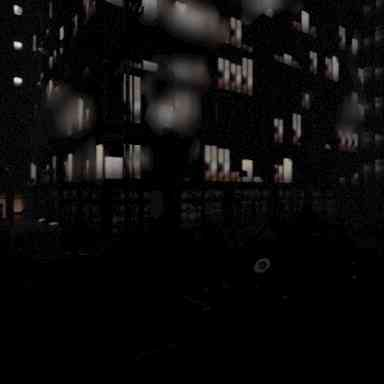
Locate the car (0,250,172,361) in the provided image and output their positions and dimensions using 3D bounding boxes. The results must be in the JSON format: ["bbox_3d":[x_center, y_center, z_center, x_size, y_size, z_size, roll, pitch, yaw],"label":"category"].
[{"bbox_3d":[-2.277,1.591,4.945,4.206,1.307,1.802,1,-1,-36],"label":"car"}]

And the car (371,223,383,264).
[{"bbox_3d":[6.835,1.647,11.453,4.829,1.417,1.752,1,-1,-36],"label":"car"}]

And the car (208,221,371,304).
[{"bbox_3d":[2.349,1.506,8.250,4.097,1.590,1.967,1,-1,-36],"label":"car"}]
